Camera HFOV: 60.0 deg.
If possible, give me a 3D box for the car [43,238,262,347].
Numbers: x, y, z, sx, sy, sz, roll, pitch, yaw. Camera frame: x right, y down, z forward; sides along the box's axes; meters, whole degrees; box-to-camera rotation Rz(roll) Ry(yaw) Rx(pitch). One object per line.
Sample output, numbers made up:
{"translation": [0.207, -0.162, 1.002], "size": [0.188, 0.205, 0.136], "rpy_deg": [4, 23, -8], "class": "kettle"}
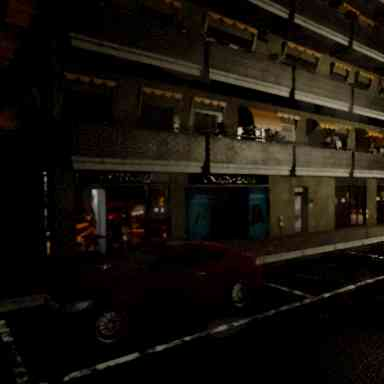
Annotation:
{"translation": [-0.484, 1.568, 6.225], "size": [4.206, 1.307, 1.802], "rpy_deg": [0, 0, -36], "class": "car"}
